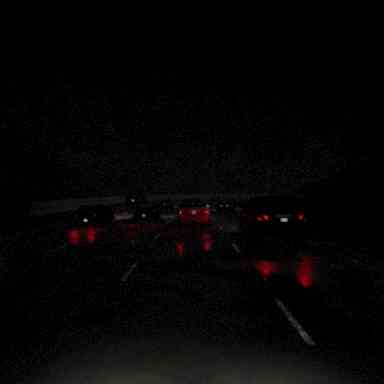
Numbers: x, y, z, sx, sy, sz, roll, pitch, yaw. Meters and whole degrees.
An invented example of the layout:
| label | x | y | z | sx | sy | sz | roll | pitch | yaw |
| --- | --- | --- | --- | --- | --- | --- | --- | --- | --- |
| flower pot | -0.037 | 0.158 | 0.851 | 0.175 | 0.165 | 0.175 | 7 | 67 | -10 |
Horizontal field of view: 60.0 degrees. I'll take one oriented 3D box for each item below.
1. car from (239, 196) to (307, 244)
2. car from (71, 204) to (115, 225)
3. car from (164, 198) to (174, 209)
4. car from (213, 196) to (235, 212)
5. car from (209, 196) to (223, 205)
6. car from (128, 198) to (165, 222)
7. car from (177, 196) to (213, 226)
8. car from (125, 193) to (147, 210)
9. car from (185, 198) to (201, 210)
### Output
| label | x | y | z | sx | sy | sz | roll | pitch | yaw |
| --- | --- | --- | --- | --- | --- | --- | --- | --- | --- |
| car | 3.609 | 1.181 | 15.687 | 2.150 | 2.045 | 5.566 | 0 | 0 | 0 |
| car | -6.889 | 1.540 | 23.756 | 1.895 | 1.301 | 4.718 | 0 | 0 | 0 |
| car | -3.374 | 1.454 | 42.717 | 1.994 | 1.385 | 4.181 | 0 | 0 | 0 |
| car | 3.620 | 1.453 | 36.563 | 2.033 | 1.411 | 5.357 | 0 | 0 | 0 |
| car | 4.132 | 1.401 | 56.986 | 2.033 | 1.411 | 5.357 | 0 | 0 | 8 |
| car | -3.386 | 1.460 | 25.629 | 1.812 | 1.442 | 4.674 | 0 | 0 | 0 |
| car | 0.113 | 1.293 | 22.756 | 2.097 | 1.767 | 4.553 | 0 | 0 | 0 |
| car | -6.877 | 1.115 | 41.330 | 2.150 | 2.045 | 5.566 | 0 | 0 | 0 |
| car | 0.123 | 1.454 | 42.508 | 1.994 | 1.385 | 4.181 | 0 | 0 | 0 |
